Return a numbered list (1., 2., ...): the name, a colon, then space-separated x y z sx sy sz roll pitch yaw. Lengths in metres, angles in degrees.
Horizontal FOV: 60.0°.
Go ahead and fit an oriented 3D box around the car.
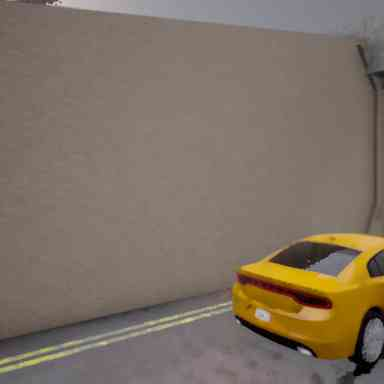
1. car: 2.953 1.482 5.852 5.008 1.535 1.882 0 0 -35
